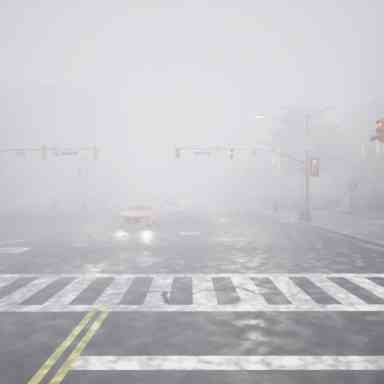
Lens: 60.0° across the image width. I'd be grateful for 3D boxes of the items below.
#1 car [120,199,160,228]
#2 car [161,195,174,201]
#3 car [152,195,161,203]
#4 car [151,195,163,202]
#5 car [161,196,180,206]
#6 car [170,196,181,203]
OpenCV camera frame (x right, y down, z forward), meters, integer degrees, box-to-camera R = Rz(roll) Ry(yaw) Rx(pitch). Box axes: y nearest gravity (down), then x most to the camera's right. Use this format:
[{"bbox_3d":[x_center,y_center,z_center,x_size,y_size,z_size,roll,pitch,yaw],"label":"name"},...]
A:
[{"bbox_3d":[-3.556,1.477,22.513,1.882,1.535,5.008,0,0,0],"label":"car"},{"bbox_3d":[-5.969,1.552,81.796,1.994,1.385,4.181,0,0,-21],"label":"car"},{"bbox_3d":[-6.973,1.506,65.518,1.837,1.490,4.892,0,0,0],"label":"car"},{"bbox_3d":[-8.172,1.525,77.269,2.128,1.511,4.902,0,0,-14],"label":"car"},{"bbox_3d":[-3.491,1.547,55.854,2.033,1.411,5.357,0,0,0],"label":"car"},{"bbox_3d":[-3.446,1.547,69.365,2.033,1.411,5.357,0,0,1],"label":"car"}]
